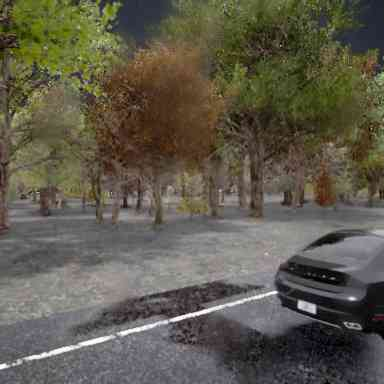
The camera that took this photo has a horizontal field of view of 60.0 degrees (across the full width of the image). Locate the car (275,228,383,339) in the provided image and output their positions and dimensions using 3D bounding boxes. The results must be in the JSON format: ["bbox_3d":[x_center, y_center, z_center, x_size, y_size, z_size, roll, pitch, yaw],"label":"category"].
[{"bbox_3d":[3.683,1.469,6.393,4.892,1.490,1.837,0,0,-36],"label":"car"}]
